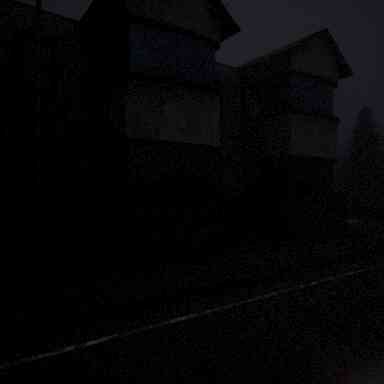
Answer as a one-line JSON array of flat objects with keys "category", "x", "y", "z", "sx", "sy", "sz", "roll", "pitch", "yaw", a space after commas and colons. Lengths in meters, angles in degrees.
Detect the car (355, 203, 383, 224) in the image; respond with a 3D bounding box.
[{"category": "car", "x": 13.712, "y": 1.506, "z": 22.605, "sx": 1.837, "sy": 1.490, "sz": 4.892, "roll": 0, "pitch": 0, "yaw": -34}]
